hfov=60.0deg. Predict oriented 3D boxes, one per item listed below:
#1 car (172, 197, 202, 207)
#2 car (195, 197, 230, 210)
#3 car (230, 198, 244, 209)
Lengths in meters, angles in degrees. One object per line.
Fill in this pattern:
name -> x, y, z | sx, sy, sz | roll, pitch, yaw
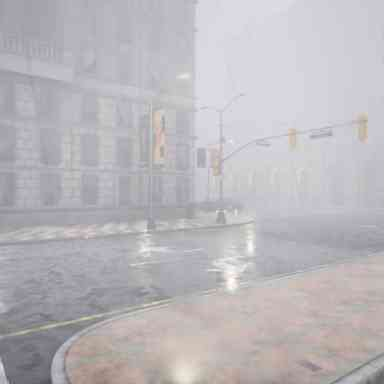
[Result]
car -> -0.828, 1.547, 52.610 | 2.033, 1.411, 5.357 | 0, 0, -35
car -> 2.298, 1.564, 42.232 | 1.994, 1.385, 4.181 | 0, 0, -36
car -> 4.859, 1.505, 44.665 | 1.837, 1.490, 4.892 | 0, 0, -36
